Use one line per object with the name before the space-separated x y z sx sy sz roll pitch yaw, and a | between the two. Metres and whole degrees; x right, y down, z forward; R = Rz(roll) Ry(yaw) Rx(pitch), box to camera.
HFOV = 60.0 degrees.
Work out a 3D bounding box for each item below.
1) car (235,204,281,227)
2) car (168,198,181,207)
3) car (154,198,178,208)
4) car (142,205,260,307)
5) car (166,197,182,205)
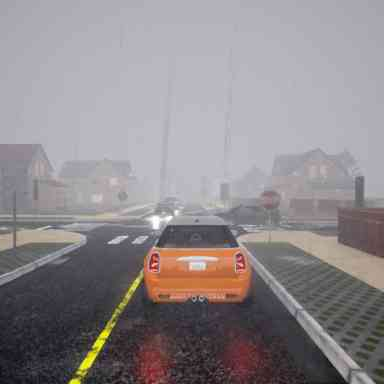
car | 3.470 1.545 22.030 4.892 1.490 1.837 1 0 -15
car | -2.842 1.668 55.245 1.812 1.442 4.674 0 0 0
car | -2.852 1.651 35.102 1.895 1.301 4.718 0 0 0
car | 0.100 1.352 8.126 2.097 1.767 4.553 0 0 0
car | -2.846 1.443 45.017 2.097 1.767 4.553 0 0 0
